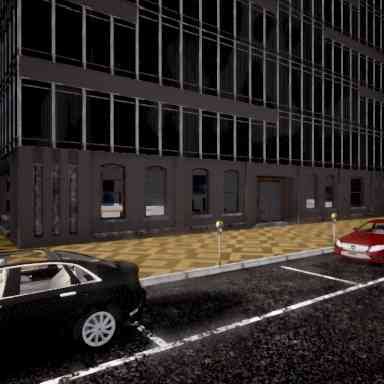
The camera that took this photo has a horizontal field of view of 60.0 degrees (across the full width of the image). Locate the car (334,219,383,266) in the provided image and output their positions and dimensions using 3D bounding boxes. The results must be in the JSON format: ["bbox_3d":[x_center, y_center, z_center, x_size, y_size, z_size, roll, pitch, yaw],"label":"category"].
[{"bbox_3d":[6.510,1.582,11.157,4.206,1.307,1.802,0,0,-35],"label":"car"}]

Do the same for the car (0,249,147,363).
[{"bbox_3d":[-2.780,1.551,4.577,4.403,1.369,2.008,0,0,-35],"label":"car"}]
